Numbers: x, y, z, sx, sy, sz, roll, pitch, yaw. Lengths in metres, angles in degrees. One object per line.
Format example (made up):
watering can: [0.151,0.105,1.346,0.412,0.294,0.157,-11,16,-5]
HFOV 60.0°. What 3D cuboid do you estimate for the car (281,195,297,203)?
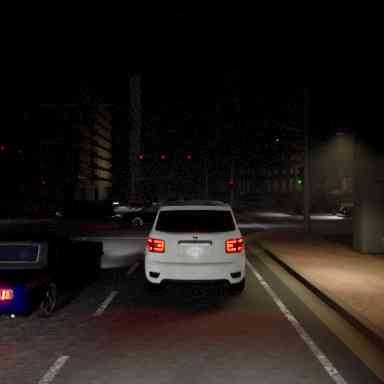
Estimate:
car: [18.817,1.395,64.543,1.970,1.475,3.806,0,0,0]

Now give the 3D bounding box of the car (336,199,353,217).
car: [15.449,1.564,29.361,4.181,1.385,1.994,0,0,1]

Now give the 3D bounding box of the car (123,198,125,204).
car: [-11.439,1.601,55.297,1.895,1.301,4.718,0,0,0]

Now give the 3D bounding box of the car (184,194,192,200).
car: [-0.990,1.303,85.825,1.882,1.535,5.008,0,0,0]

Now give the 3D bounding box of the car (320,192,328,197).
car: [30.148,1.153,79.707,1.932,1.855,4.605,0,0,0]

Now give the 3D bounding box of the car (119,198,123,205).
car: [-11.407,1.547,45.705,2.033,1.411,5.357,0,0,0]

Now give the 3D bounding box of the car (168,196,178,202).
car: [-4.453,1.550,77.656,1.994,1.385,4.181,0,0,0]

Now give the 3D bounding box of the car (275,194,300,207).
car: [13.236,1.153,47.125,1.932,1.855,4.605,0,0,0]

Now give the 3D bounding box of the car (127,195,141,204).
car: [-11.428,1.477,65.783,1.882,1.535,5.008,0,0,0]

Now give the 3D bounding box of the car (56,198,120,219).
car: [-9.138,1.505,28.739,4.892,1.490,1.837,0,2,-36]

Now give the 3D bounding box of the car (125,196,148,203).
car: [-7.912,1.477,47.804,1.882,1.535,5.008,0,0,0]

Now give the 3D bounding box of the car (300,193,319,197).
car: [16.130,1.156,47.073,1.905,1.878,3.866,0,0,0]

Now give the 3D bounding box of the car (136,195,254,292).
car: [0.093,1.221,9.100,2.150,2.045,5.566,0,0,1]

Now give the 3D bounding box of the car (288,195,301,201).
car: [24.570,1.395,79.651,1.970,1.475,3.806,0,0,0]

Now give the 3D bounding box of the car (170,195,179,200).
car: [-4.490,1.378,85.809,1.994,1.385,4.181,0,0,0]

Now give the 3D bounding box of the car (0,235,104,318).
car: [-3.420,1.601,7.348,1.895,1.301,4.718,0,0,1]

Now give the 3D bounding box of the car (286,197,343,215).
car: [12.294,1.505,32.896,4.892,1.490,1.837,0,0,0]

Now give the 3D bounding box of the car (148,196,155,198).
car: [-7.942,1.504,57.076,1.837,1.490,4.892,0,0,0]

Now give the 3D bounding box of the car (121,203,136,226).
car: [-2.135,1.601,22.200,4.718,1.301,1.895,0,0,-1]
